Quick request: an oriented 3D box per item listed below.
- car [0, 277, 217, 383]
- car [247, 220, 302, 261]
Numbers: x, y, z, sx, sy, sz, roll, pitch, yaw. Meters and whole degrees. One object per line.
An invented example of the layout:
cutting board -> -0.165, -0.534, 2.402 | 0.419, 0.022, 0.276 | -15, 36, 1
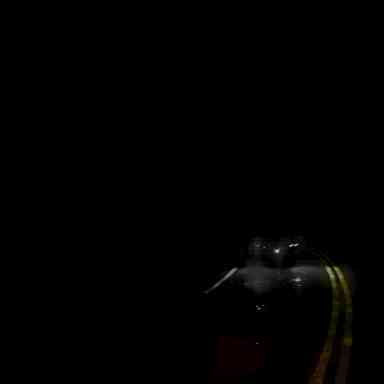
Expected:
car -> -1.679, 1.614, 2.645 | 1.882, 1.535, 5.008 | -3, -3, 35
car -> 3.498, 2.010, 14.491 | 1.837, 1.490, 4.892 | -4, -3, 9
